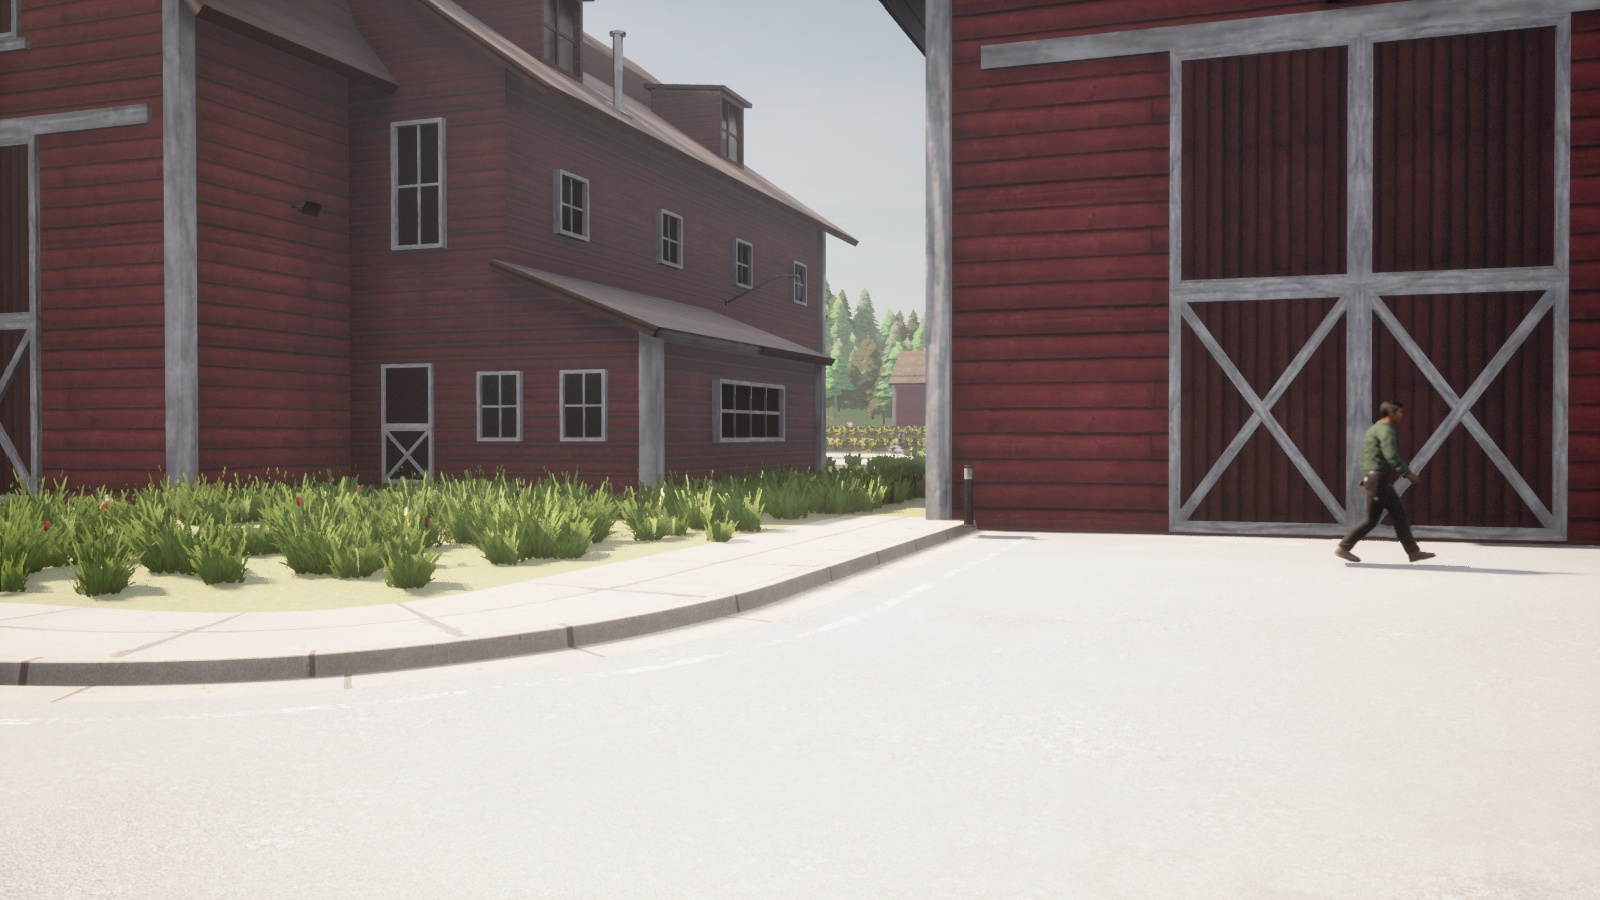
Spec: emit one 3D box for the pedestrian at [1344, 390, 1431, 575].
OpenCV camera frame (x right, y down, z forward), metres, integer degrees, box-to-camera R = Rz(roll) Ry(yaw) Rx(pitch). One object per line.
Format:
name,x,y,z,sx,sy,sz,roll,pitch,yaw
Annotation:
pedestrian,6.315,0.333,13.520,0.788,1.949,0.423,1,1,18
